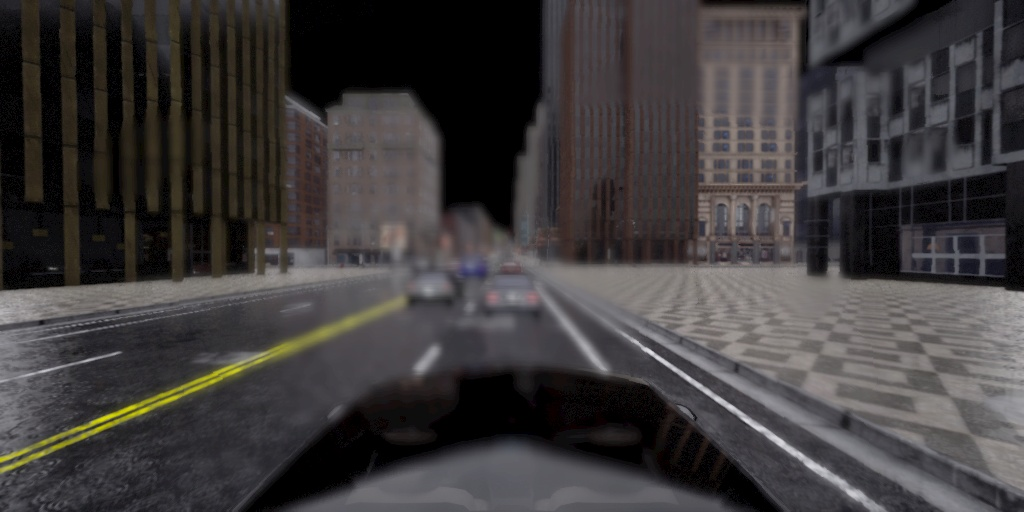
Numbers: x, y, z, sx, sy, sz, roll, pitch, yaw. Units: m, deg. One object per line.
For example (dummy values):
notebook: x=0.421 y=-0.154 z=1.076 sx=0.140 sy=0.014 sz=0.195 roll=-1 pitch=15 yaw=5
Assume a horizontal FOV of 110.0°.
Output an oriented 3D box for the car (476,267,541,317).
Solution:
car: x=0.044 y=1.311 z=13.131 sx=2.033 sy=1.411 sz=5.357 roll=0 pitch=0 yaw=0

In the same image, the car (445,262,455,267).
car: x=-6.575 y=1.358 z=40.990 sx=1.812 sy=1.442 sz=4.674 roll=0 pitch=0 yaw=0

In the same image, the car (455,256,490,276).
car: x=-3.184 y=1.026 z=30.665 sx=2.150 sy=2.045 sz=5.566 roll=0 pitch=0 yaw=0

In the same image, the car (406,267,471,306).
car: x=-3.184 y=1.331 z=15.779 sx=1.994 sy=1.385 sz=4.181 roll=0 pitch=0 yaw=0

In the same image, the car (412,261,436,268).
car: x=-9.829 y=1.308 z=40.256 sx=1.882 sy=1.535 sz=5.008 roll=0 pitch=0 yaw=0

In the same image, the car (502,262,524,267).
car: x=0.075 y=1.287 z=32.837 sx=1.882 sy=1.535 sz=5.008 roll=0 pitch=0 yaw=0
